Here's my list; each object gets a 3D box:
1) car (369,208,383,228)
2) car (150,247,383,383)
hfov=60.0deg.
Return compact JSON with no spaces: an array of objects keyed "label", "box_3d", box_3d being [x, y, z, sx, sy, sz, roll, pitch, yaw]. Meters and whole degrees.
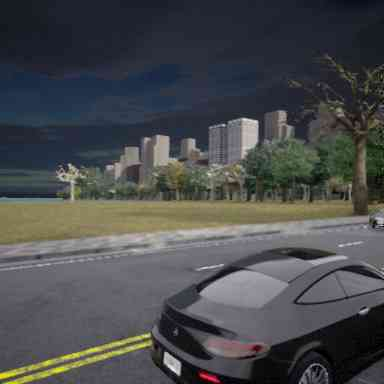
[{"label":"car","box_3d":[13.103,1.531,21.008,4.902,1.511,2.128,0,0,-35]},{"label":"car","box_3d":[1.675,1.529,4.649,4.674,1.442,1.812,0,0,-36]}]
